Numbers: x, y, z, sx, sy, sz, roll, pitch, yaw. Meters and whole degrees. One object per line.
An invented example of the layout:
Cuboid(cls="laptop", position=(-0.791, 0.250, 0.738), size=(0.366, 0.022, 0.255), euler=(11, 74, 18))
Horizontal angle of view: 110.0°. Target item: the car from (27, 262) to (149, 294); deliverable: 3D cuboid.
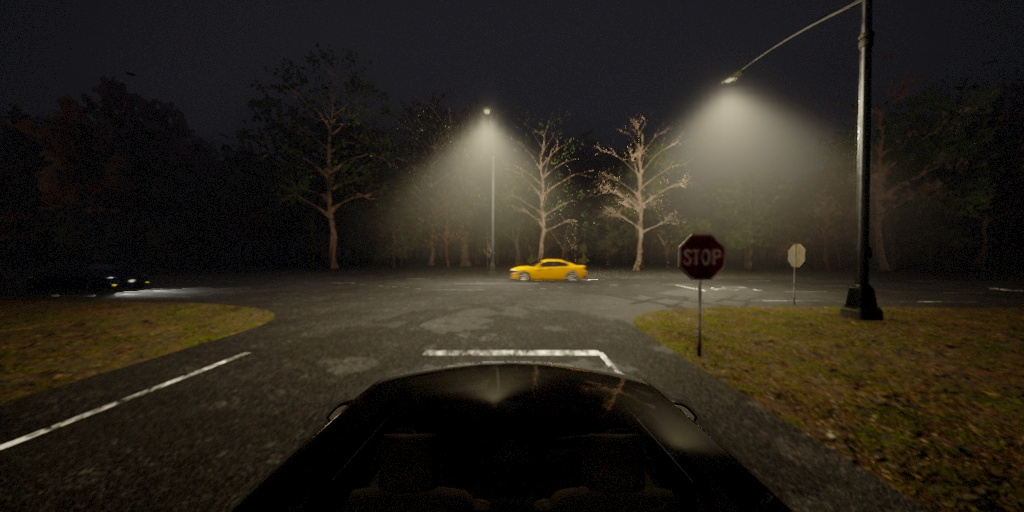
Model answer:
Cuboid(cls="car", position=(-20.024, 0.980, 17.049), size=(4.181, 1.385, 1.994), euler=(0, 1, 1))

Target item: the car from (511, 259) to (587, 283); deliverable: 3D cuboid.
Cuboid(cls="car", position=(2.410, 0.964, 23.798), size=(5.008, 1.535, 1.882), euler=(0, 1, 0))
